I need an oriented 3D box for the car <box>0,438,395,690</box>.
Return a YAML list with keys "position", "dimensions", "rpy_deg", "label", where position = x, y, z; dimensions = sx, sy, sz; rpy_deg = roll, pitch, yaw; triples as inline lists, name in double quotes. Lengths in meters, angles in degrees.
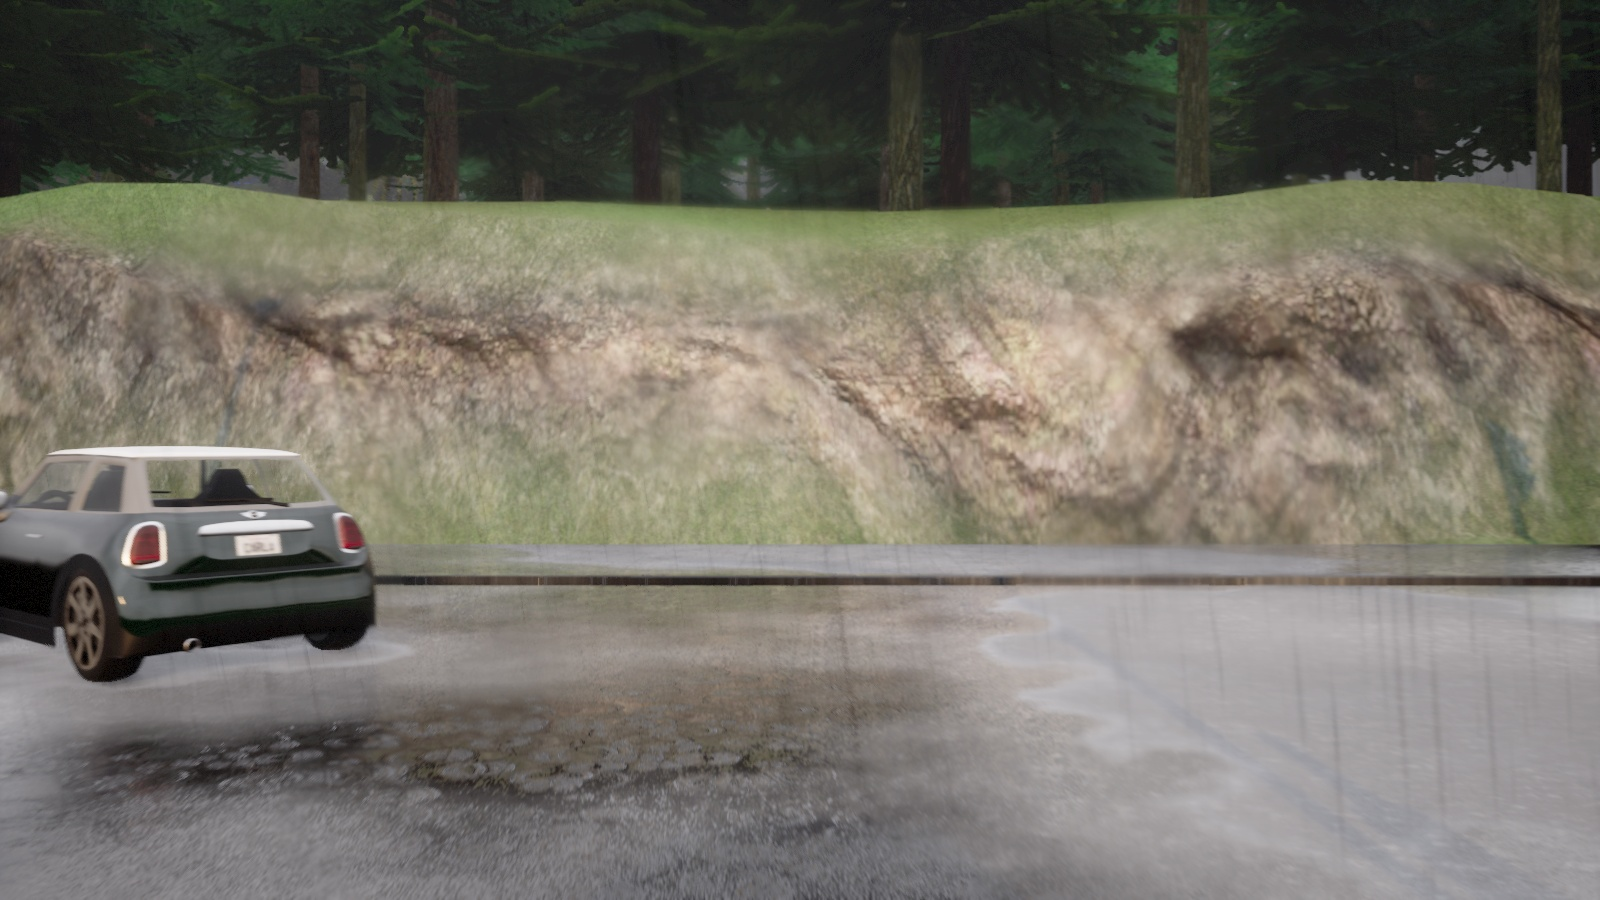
- position: [-4.962, 0.659, 9.335]
  dimensions: [3.806, 1.475, 1.970]
  rpy_deg: [0, 0, 40]
  label: "car"
